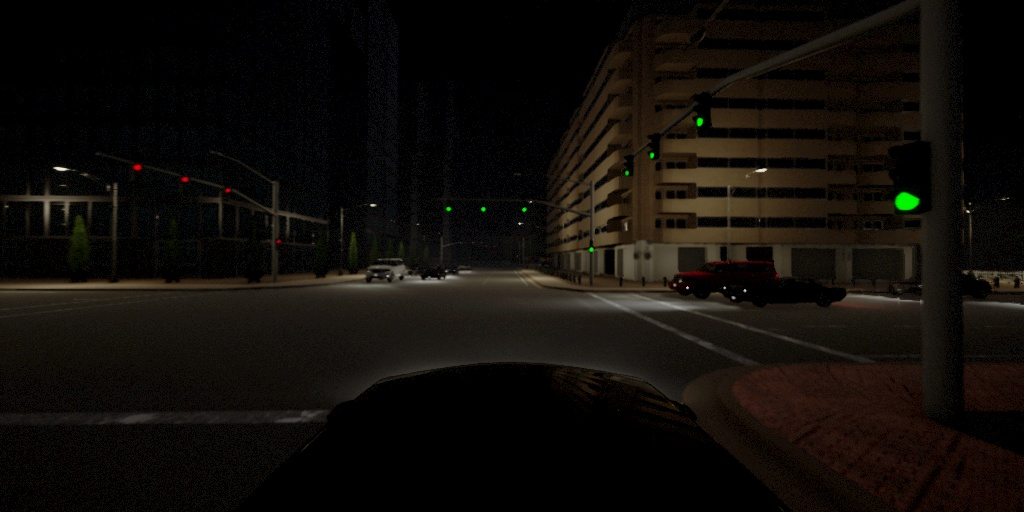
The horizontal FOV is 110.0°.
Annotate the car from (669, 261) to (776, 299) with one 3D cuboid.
[{"bbox_3d":[11.883,1.289,20.191,5.566,2.045,2.150,0,-1,-1],"label":"car"}]

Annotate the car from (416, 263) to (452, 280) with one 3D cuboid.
[{"bbox_3d":[-7.816,1.632,36.319,2.033,1.411,5.357,0,-1,-1],"label":"car"}]

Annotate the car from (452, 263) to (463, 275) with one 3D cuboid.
[{"bbox_3d":[-8.012,1.681,46.140,2.128,1.511,4.902,0,-1,-1],"label":"car"}]

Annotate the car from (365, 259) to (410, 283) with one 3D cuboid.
[{"bbox_3d":[-11.237,1.244,32.199,2.150,2.045,5.566,0,-1,-1],"label":"car"}]

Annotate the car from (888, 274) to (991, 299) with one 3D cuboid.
[{"bbox_3d":[24.382,1.661,20.490,4.674,1.442,1.812,0,-1,-2],"label":"car"}]

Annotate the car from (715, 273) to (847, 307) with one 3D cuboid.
[{"bbox_3d":[12.458,1.634,16.699,4.718,1.301,1.895,0,-1,-2],"label":"car"}]

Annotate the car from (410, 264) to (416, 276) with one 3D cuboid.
[{"bbox_3d":[-11.479,1.679,44.454,1.812,1.442,4.674,0,-1,-1],"label":"car"}]

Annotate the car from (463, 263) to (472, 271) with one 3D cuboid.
[{"bbox_3d":[-8.295,1.980,63.748,1.895,1.301,4.718,0,-1,-1],"label":"car"}]
